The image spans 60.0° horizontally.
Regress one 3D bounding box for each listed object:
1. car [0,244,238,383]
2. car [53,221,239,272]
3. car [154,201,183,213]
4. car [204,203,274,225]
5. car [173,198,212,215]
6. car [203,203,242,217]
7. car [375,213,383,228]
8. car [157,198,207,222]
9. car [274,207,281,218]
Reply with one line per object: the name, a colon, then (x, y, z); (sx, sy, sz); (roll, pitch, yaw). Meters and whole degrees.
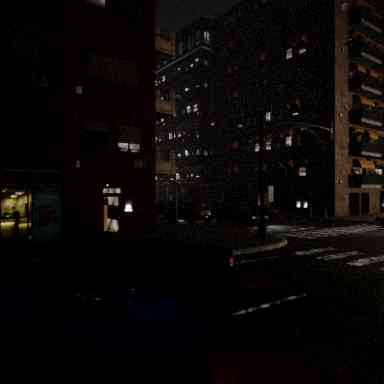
car: (-2.162, 1.477, 2.148); (5.008, 1.535, 1.882); (0, 0, -35)
car: (-1.515, 1.547, 6.587); (5.357, 1.411, 2.033); (0, 0, -35)
car: (-3.280, 2.025, 45.615); (2.008, 1.369, 4.403); (-1, 0, -36)
car: (3.580, 1.779, 26.346); (2.033, 1.411, 5.357); (0, -1, -34)
car: (0.010, 1.718, 41.128); (2.192, 1.841, 5.009); (-1, 0, -36)
car: (3.310, 1.899, 36.639); (1.947, 1.339, 4.313); (-1, 0, -36)
car: (14.199, 1.565, 20.855); (5.008, 1.535, 1.882); (-1, 1, -1)
car: (-0.390, 1.586, 27.061); (2.192, 1.841, 5.009); (-1, 0, -36)
car: (6.605, 1.844, 32.151); (1.802, 1.307, 4.206); (-1, 0, -36)
